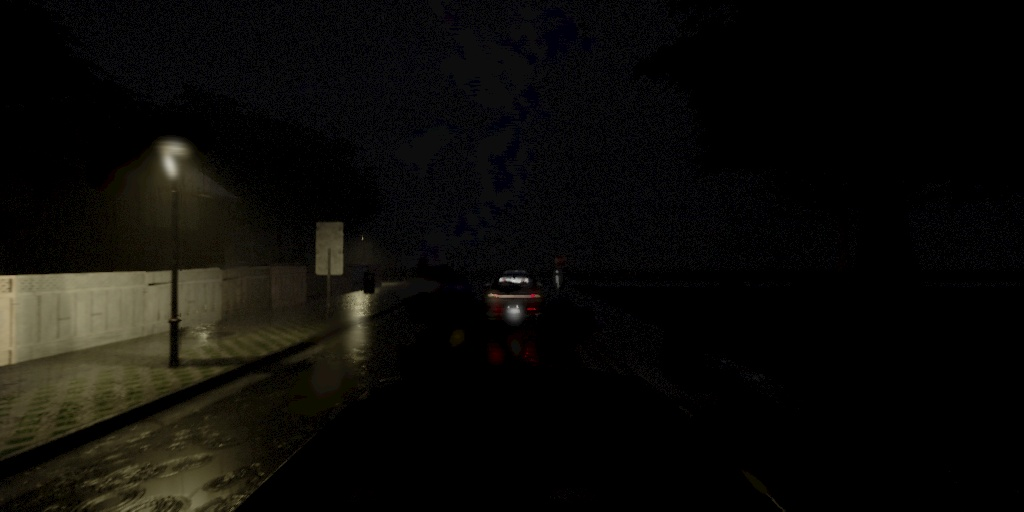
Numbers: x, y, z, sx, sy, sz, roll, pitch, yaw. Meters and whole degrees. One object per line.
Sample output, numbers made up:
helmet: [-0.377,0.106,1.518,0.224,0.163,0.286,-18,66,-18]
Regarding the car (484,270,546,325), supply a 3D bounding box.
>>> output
car: [0.088,1.358,12.315,2.128,1.511,4.902,0,-1,0]
